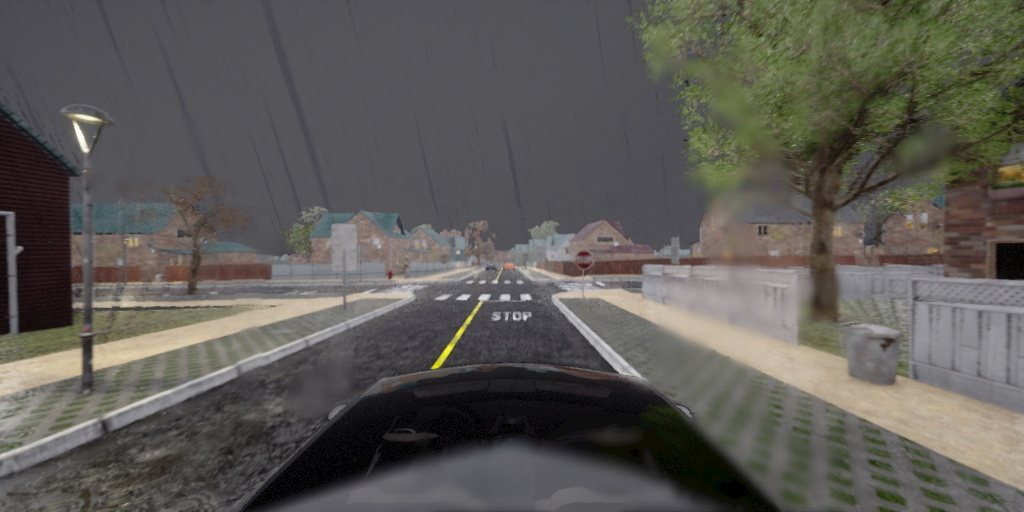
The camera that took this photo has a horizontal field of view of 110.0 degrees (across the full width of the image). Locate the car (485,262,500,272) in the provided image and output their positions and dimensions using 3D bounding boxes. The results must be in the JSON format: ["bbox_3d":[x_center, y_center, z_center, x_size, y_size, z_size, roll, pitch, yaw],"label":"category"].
[{"bbox_3d":[-3.190,1.795,56.187,1.895,1.301,4.718,0,-1,0],"label":"car"}]
